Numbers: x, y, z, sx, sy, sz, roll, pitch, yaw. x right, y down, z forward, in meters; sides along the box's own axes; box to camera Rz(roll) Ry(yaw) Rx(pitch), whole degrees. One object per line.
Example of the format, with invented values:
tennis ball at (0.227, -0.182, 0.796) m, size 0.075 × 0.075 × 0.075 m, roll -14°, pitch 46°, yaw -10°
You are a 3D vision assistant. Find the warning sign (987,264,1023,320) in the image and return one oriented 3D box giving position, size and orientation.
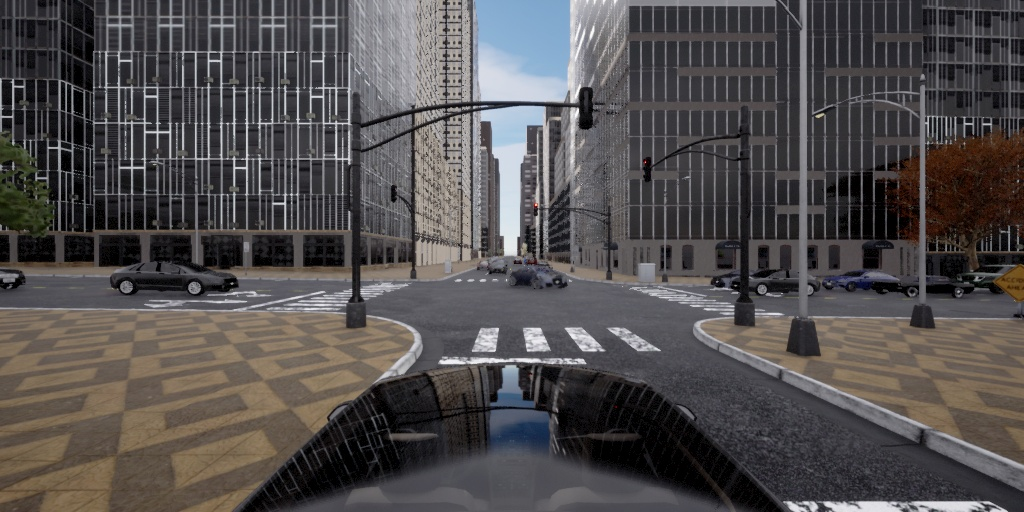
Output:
warning sign at (17.268, 1.204, 12.189) m, size 1.060 × 1.860 × 1.300 m, roll 0°, pitch 0°, yaw -3°

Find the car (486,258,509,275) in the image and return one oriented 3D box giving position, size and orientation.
car at (-1.531, 1.270, 38.993) m, size 1.837 × 1.490 × 4.892 m, roll 0°, pitch 0°, yaw 0°

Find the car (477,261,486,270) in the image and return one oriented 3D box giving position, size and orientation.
car at (-4.059, 1.342, 51.470) m, size 1.802 × 1.307 × 4.207 m, roll 0°, pitch 0°, yaw 0°

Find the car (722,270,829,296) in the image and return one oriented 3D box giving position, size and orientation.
car at (15.785, 1.564, 21.590) m, size 4.892 × 1.490 × 1.837 m, roll 1°, pitch 0°, yaw -4°

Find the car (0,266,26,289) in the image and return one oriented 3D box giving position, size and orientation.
car at (-25.298, 0.802, 16.197) m, size 4.902 × 1.511 × 2.128 m, roll 1°, pitch 0°, yaw -3°

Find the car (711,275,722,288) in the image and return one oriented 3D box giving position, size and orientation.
car at (16.155, 1.629, 24.851) m, size 4.181 × 1.385 × 1.994 m, roll 1°, pitch 0°, yaw -3°

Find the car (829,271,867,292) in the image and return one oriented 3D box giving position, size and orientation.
car at (24.556, 1.741, 25.245) m, size 4.674 × 1.442 × 1.812 m, roll 1°, pitch 0°, yaw -3°

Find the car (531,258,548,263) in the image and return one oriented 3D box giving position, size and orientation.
car at (3.898, 1.329, 45.983) m, size 1.948 × 1.339 × 4.313 m, roll 0°, pitch 0°, yaw 0°

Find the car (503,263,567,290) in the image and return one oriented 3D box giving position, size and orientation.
car at (1.561, 1.338, 22.662) m, size 1.994 × 1.385 × 4.181 m, roll 0°, pitch 0°, yaw -33°

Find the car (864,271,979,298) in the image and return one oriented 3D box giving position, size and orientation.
car at (25.028, 1.826, 22.017) m, size 4.718 × 1.301 × 1.895 m, roll 1°, pitch 0°, yaw -3°

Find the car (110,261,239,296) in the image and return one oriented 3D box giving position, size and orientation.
car at (-15.516, 0.994, 16.653) m, size 4.892 × 1.490 × 1.837 m, roll 1°, pitch 0°, yaw -3°

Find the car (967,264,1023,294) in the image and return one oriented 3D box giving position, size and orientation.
car at (35.237, 1.629, 25.743) m, size 5.566 × 2.045 × 2.150 m, roll 1°, pitch 0°, yaw -3°
